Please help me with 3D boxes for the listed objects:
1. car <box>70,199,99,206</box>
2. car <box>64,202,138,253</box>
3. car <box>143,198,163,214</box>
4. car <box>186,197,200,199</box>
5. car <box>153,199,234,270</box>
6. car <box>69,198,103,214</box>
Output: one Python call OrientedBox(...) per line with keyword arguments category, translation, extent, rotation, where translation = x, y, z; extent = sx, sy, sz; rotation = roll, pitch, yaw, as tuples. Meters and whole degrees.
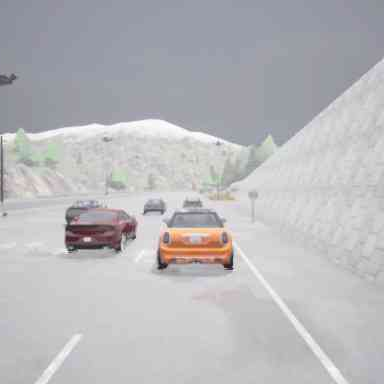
OrientedBox(category="car", translation=(-6.914, 1.320, 22.420), extent=(2.128, 1.511, 4.902), rotation=(0, 0, 0))
OrientedBox(category="car", translation=(-3.407, 1.375, 13.295), extent=(1.882, 1.535, 5.008), rotation=(0, 0, 0))
OrientedBox(category="car", translation=(-3.419, 1.306, 31.439), extent=(2.033, 1.411, 5.357), rotation=(0, 0, 0))
OrientedBox(category="car", translation=(0.080, 1.248, 31.521), extent=(2.128, 1.511, 4.902), rotation=(0, 0, 0))
OrientedBox(category="car", translation=(0.094, 1.267, 10.909), extent=(2.097, 1.767, 4.553), rotation=(0, 0, 0))
OrientedBox(category="car", translation=(-10.421, 1.348, 33.125), extent=(1.895, 1.301, 4.718), rotation=(0, 0, 0))
